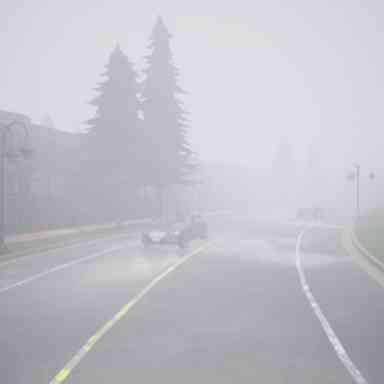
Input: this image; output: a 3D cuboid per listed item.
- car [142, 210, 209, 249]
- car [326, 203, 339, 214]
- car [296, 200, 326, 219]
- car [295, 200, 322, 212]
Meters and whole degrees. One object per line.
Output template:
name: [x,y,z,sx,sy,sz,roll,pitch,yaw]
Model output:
car: [-0.605,1.624,15.403,2.128,1.511,4.902,0,-1,19]
car: [16.808,1.971,41.069,1.895,1.301,4.718,0,-1,35]
car: [11.450,1.816,32.377,1.812,1.442,4.674,0,-1,30]
car: [16.462,1.911,46.859,2.128,1.511,4.902,0,-1,37]
